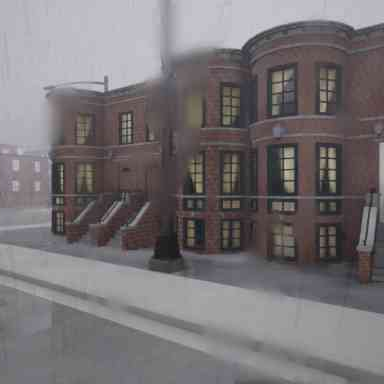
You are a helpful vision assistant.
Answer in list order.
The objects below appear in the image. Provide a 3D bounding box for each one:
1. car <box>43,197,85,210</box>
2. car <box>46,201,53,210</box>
[{"bbox_3d":[-17.094,1.491,44.550,2.128,1.511,4.902,0,0,36],"label":"car"},{"bbox_3d":[-15.145,1.547,41.262,2.033,1.411,5.357,0,0,36],"label":"car"}]
